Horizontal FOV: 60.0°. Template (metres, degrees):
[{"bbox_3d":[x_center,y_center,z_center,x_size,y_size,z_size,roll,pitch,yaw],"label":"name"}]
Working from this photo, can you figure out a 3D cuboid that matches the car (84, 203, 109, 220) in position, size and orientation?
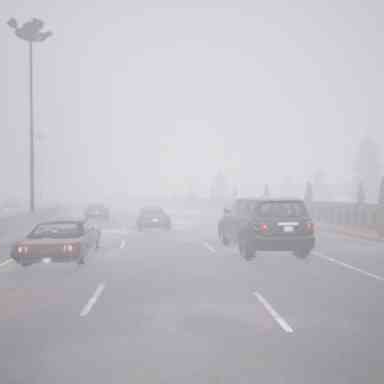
[{"bbox_3d":[-8.171,1.616,28.399,1.994,1.385,4.181,0,0,-17],"label":"car"}]

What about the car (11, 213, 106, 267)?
[{"bbox_3d":[-4.354,1.622,11.500,1.895,1.301,4.718,0,0,-7],"label":"car"}]

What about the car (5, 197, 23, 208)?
[{"bbox_3d":[-28.183,1.591,52.491,2.097,1.767,4.553,-1,0,-35],"label":"car"}]

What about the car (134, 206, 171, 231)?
[{"bbox_3d":[-2.546,1.575,20.927,1.994,1.385,4.181,0,0,-13],"label":"car"}]

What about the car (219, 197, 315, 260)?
[{"bbox_3d":[2.544,1.201,12.623,2.150,2.045,5.566,0,0,-7],"label":"car"}]
